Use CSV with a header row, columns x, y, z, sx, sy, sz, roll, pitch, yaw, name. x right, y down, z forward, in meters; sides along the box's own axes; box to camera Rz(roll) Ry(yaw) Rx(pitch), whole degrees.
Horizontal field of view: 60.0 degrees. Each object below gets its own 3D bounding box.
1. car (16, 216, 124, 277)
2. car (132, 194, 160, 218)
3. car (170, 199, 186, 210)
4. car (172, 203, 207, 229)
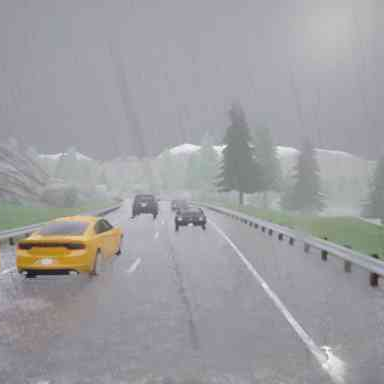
x,y,z,sx,sy,sz,roll,pitch,yaw,name
-3.419,1.478,10.268,1.882,1.535,5.008,0,0,0,car
-4.202,1.222,30.395,2.150,2.045,5.566,0,0,-4,car
-1.559,1.548,39.464,2.033,1.411,5.357,0,0,-7,car
-0.174,1.601,21.473,1.895,1.301,4.718,0,0,-2,car
